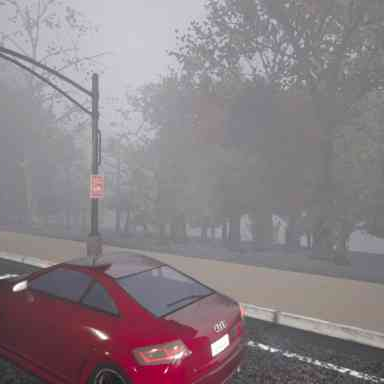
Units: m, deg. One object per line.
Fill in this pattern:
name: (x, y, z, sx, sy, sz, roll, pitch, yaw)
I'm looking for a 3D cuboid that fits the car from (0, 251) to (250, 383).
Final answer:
car: (-1.338, 1.563, 4.636, 4.181, 1.385, 1.994, 0, 0, 35)
